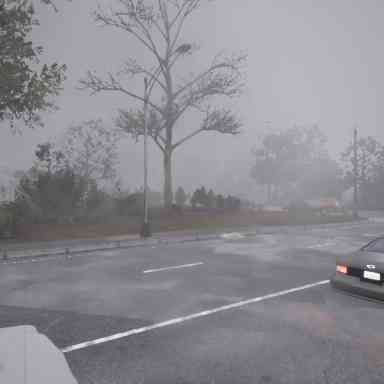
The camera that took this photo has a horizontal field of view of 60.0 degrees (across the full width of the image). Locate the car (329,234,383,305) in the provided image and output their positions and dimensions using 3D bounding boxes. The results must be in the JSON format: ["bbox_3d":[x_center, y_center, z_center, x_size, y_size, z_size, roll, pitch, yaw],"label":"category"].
[{"bbox_3d":[5.302,1.547,7.402,5.357,1.411,2.033,0,0,-34],"label":"car"}]

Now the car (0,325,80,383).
[{"bbox_3d":[-2.942,1.601,1.609,4.718,1.301,1.895,0,0,-36],"label":"car"}]

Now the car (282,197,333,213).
[{"bbox_3d":[12.344,1.551,36.783,2.033,1.411,5.357,0,0,-29],"label":"car"}]

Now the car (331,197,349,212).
[{"bbox_3d":[15.613,1.356,38.140,2.097,1.767,4.553,0,0,-29],"label":"car"}]

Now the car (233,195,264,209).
[{"bbox_3d":[7.790,1.539,45.346,1.837,1.490,4.892,0,0,-27],"label":"car"}]
